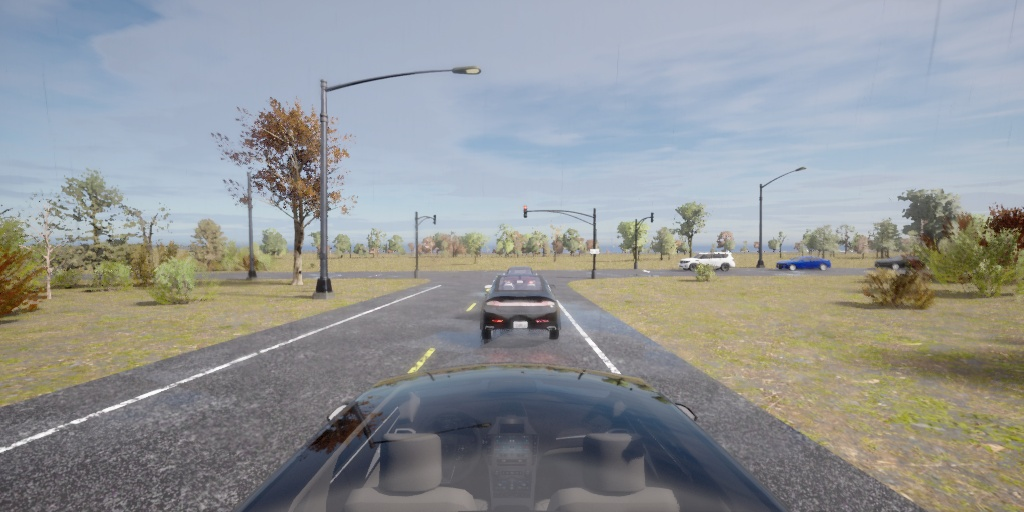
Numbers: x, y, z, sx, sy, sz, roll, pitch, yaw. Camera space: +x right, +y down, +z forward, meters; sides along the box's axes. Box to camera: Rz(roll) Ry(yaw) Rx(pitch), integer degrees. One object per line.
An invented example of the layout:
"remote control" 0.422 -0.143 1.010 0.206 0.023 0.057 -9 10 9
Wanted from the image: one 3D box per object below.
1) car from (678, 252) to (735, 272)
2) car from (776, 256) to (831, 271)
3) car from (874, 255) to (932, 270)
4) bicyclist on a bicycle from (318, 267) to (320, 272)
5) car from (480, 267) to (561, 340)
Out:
"car" 21.553 0.629 39.795 5.566 2.045 2.150 -1 1 5
"car" 31.549 0.776 38.912 5.008 1.535 1.882 -1 1 5
"car" 41.573 0.671 38.014 5.008 1.535 1.882 -1 1 5
"bicyclist on a bicycle" -25.337 1.326 47.877 0.582 1.620 1.656 -1 0 5
"car" 0.221 1.235 9.976 2.128 1.511 4.902 0 0 1
